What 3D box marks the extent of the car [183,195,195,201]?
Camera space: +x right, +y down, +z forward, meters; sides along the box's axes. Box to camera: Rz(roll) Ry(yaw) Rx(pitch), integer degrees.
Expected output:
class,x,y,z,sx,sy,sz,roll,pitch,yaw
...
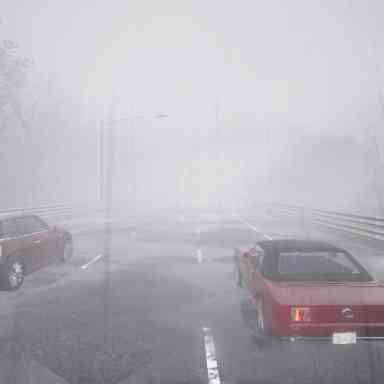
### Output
class,x,y,z,sx,sy,sz,roll,pitch,yaw
car,-1.132,1.621,85.775,2.033,1.411,5.357,0,0,6

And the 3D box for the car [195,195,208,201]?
class,x,y,z,sx,sy,sz,roll,pitch,yaw
car,2.397,1.676,85.897,1.895,1.301,4.718,0,0,6

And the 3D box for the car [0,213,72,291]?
class,x,y,z,sx,sy,sz,roll,pitch,yaw
car,-4.992,1.354,9.148,2.097,1.767,4.553,0,0,0

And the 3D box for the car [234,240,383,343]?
class,x,y,z,sx,sy,sz,roll,pitch,yaw
car,1.982,1.602,6.519,1.895,1.301,4.718,0,0,0

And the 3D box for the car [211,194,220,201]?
class,x,y,z,sx,sy,sz,roll,pitch,yaw
car,5.953,1.437,86.310,2.097,1.767,4.553,0,0,6
